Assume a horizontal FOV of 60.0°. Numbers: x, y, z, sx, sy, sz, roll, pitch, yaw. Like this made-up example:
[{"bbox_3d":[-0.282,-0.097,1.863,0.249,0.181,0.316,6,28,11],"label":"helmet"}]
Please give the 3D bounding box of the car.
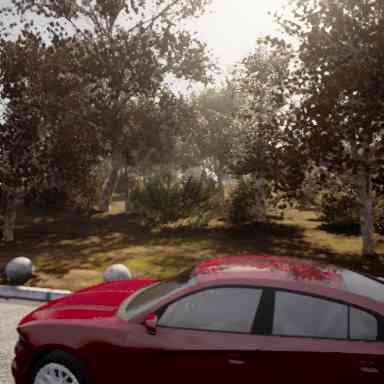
[{"bbox_3d":[0.530,1.478,3.635,5.008,1.535,1.882,0,0,14],"label":"car"}]
